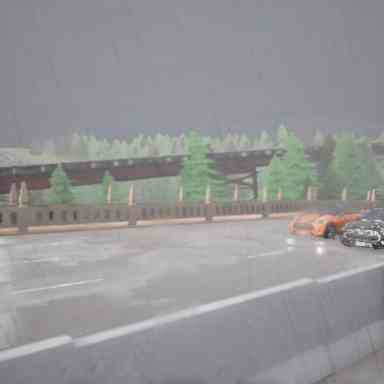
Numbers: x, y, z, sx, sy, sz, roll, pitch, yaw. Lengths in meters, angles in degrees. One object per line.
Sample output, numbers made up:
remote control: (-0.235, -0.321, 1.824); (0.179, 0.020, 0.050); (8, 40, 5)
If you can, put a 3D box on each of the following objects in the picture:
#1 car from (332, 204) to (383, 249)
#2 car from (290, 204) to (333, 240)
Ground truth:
car: (8.390, 1.441, 14.276); (4.553, 1.767, 2.097); (0, 0, -35)
car: (7.318, 1.447, 17.810); (4.553, 1.767, 2.097); (0, 0, -35)
